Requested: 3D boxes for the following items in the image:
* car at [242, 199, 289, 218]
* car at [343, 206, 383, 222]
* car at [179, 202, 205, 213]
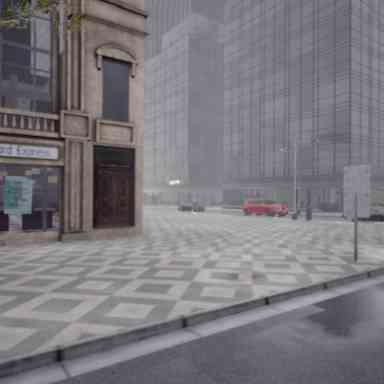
[{"bbox_3d":[8.122,1.797,37.370,2.150,2.045,5.566,1,-1,-36],"label":"car"},{"bbox_3d":[15.109,1.885,27.589,2.128,1.511,4.902,1,-1,-36],"label":"car"},{"bbox_3d":[-0.071,2.266,48.889,1.882,1.535,5.008,1,-1,-35],"label":"car"}]
